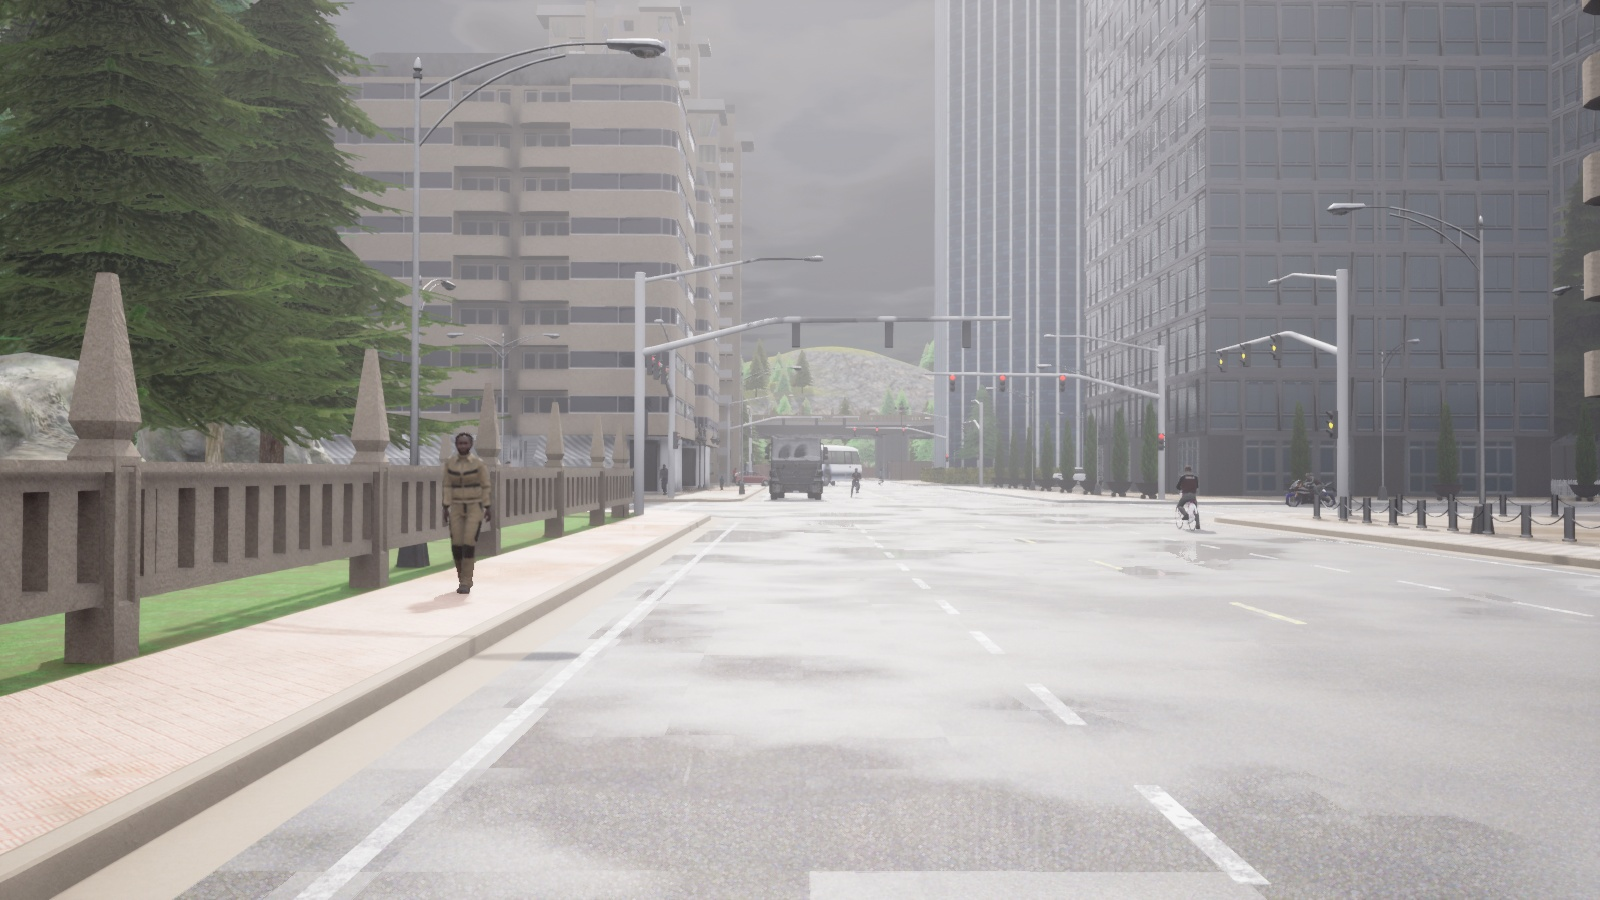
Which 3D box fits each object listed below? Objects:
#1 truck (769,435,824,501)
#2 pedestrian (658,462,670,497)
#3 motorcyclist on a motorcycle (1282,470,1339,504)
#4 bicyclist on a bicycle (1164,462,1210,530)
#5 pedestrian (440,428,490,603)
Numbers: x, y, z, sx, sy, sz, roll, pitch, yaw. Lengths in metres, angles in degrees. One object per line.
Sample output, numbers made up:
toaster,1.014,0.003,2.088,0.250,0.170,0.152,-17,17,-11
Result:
truck,-0.204,1.010,70.268,2.891,3.462,7.936,0,-1,0
pedestrian,-7.633,1.681,70.653,0.423,1.949,0.788,0,-1,13
motorcyclist on a motorcycle,22.751,1.641,55.963,2.191,1.530,0.866,0,-1,0
bicyclist on a bicycle,10.403,1.210,33.844,0.659,1.776,1.843,0,-1,0
pedestrian,-3.773,0.726,14.168,0.396,1.930,0.692,0,-1,-2
